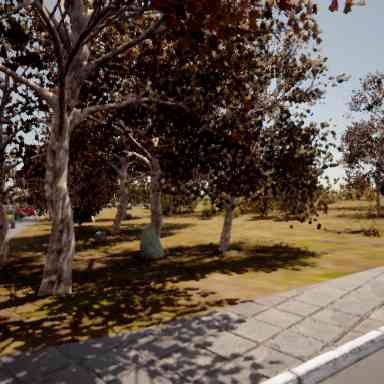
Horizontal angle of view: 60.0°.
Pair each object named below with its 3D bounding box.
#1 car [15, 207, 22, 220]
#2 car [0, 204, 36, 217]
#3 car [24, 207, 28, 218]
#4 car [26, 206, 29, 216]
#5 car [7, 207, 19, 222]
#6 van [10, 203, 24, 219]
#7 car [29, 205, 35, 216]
[{"bbox_3d":[-23.788,2.862,40.061,4.892,1.521,2.231,4,-4,-40],"label":"car"},{"bbox_3d":[-29.865,3.105,56.634,5.566,2.045,2.435,4,-3,-40],"label":"car"},{"bbox_3d":[-25.784,3.056,45.609,4.792,1.488,2.163,4,-4,-40],"label":"car"},{"bbox_3d":[-26.835,2.980,48.340,4.553,1.767,2.185,5,-4,-40],"label":"car"},{"bbox_3d":[-22.908,2.768,37.179,5.366,1.575,1.946,4,-3,-40],"label":"car"},{"bbox_3d":[-24.700,2.724,42.915,4.442,1.987,1.878,4,-4,-40],"label":"van"},{"bbox_3d":[-28.824,3.305,53.901,4.792,1.488,2.163,4,-4,-40],"label":"car"}]
